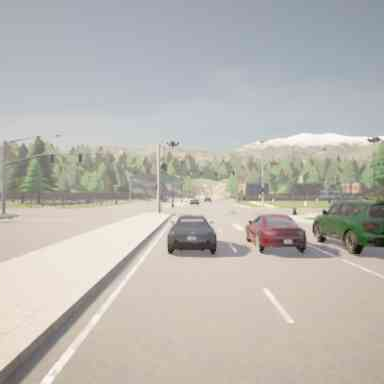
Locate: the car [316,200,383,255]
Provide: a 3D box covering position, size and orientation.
[{"bbox_3d":[6.997,1.348,14.020,2.150,2.045,5.566,0,0,0],"label":"car"}]

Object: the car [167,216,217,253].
[{"bbox_3d":[0.000,1.699,14.295,1.994,1.385,4.181,0,0,0],"label":"car"}]

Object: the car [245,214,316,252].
[{"bbox_3d":[3.501,1.661,14.388,1.812,1.442,4.674,0,0,0],"label":"car"}]

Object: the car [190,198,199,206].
[{"bbox_3d":[0.574,2.213,70.392,1.994,1.385,4.181,0,-1,1],"label":"car"}]
